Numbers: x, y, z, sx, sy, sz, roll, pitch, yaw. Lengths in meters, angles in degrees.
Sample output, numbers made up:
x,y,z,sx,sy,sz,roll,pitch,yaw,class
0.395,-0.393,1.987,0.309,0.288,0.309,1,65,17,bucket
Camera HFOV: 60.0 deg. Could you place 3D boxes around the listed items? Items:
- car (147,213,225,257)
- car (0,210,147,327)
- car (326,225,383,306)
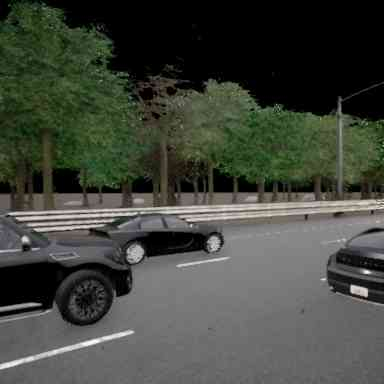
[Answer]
x,y,z,sx,sy,sz,roll,pitch,yaw,class
-1.086,1.457,11.566,5.008,1.535,1.882,0,0,-35,car
-3.766,1.221,5.358,5.566,2.045,2.150,0,0,-35,car
4.902,1.476,7.236,4.892,1.490,1.837,0,0,-35,car
